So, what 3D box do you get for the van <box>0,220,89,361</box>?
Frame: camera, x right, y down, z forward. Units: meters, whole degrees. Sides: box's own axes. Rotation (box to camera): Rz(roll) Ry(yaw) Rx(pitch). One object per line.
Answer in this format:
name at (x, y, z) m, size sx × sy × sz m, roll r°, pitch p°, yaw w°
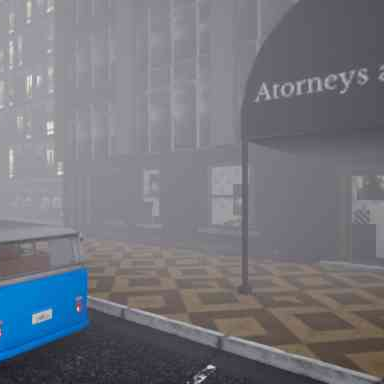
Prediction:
van at (-3.405, 1.341, 5.287) m, size 3.998 × 1.788 × 1.690 m, roll 0°, pitch 0°, yaw 35°
